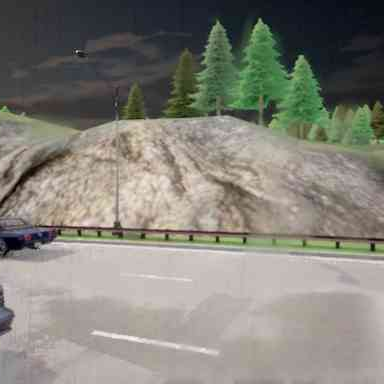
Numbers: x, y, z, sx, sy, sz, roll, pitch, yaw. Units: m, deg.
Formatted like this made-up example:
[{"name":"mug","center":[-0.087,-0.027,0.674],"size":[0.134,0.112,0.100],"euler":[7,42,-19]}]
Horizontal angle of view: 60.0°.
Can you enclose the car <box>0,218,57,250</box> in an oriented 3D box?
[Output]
[{"name":"car","center":[-7.769,1.642,12.827],"size":[4.718,1.301,1.895],"euler":[0,0,16]}]

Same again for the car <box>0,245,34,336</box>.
[{"name":"car","center":[-5.230,1.566,4.770],"size":[5.357,1.411,2.033],"euler":[0,0,18]}]
